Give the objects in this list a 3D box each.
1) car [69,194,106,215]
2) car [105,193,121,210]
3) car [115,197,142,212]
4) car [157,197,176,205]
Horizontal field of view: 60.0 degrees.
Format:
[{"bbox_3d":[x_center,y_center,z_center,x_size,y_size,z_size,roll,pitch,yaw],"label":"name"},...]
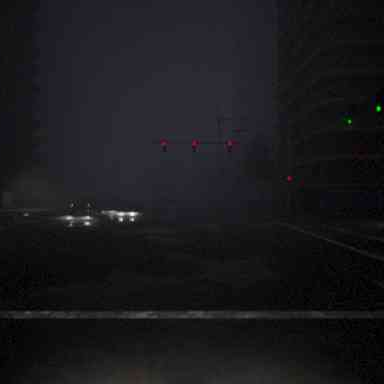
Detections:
[{"bbox_3d":[-10.576,1.331,33.279,2.097,1.767,4.553,0,0,0],"label":"car"},{"bbox_3d":[-10.555,1.190,43.186,2.150,2.045,5.566,0,1,0],"label":"car"},{"bbox_3d":[-7.046,1.540,38.232,1.994,1.385,4.181,0,0,1],"label":"car"},{"bbox_3d":[-4.605,1.550,59.624,1.895,1.301,4.718,0,0,-27],"label":"car"}]
